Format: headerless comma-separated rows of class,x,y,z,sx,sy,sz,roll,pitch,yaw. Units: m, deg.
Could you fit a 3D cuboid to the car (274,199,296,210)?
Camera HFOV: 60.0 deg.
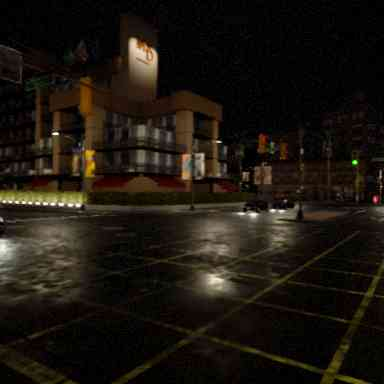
car,13.262,1.781,47.779,2.033,1.411,5.357,1,0,35

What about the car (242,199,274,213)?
car,7.743,1.656,39.738,1.837,1.490,4.892,1,0,34

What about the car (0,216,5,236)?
car,-11.075,1.222,16.122,4.553,1.767,2.097,1,0,34
